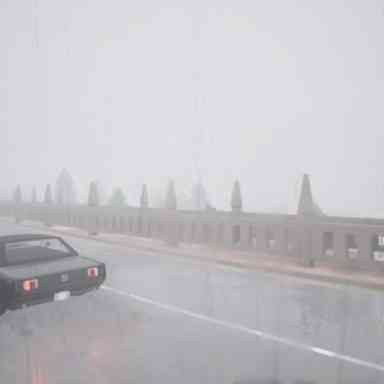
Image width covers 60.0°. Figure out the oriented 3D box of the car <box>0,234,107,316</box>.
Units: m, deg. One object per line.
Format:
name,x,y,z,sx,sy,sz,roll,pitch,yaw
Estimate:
car,-4.058,1.616,7.575,4.718,1.301,1.895,0,0,41
